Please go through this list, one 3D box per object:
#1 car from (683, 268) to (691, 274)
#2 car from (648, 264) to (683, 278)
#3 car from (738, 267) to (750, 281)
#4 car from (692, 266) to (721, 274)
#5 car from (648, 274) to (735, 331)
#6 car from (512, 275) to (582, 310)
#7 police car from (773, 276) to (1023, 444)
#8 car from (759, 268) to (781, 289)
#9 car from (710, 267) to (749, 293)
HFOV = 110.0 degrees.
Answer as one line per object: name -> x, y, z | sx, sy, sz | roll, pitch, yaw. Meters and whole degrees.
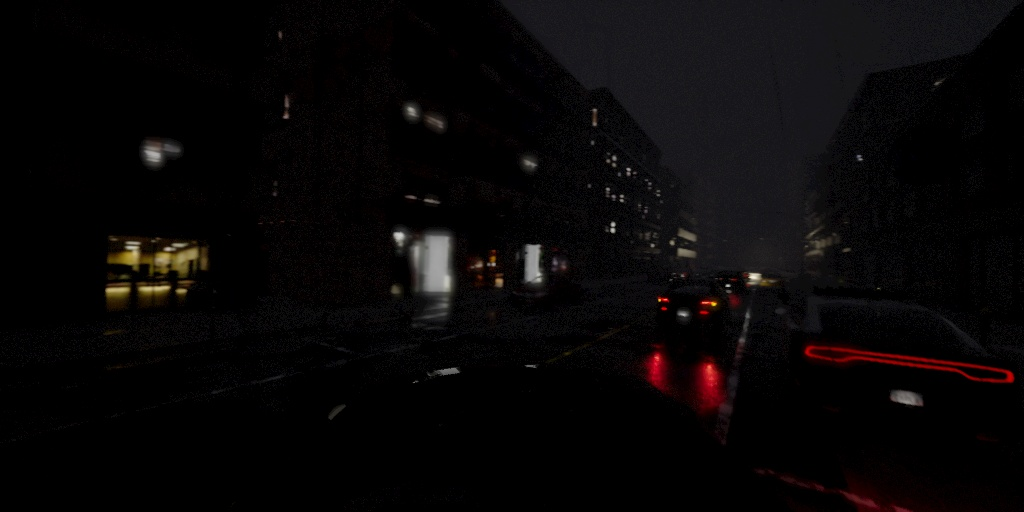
car -> 17.692, 1.883, 38.901 | 1.967, 1.591, 4.097 | 0, 0, 35
car -> 14.488, 1.651, 34.266 | 2.192, 1.841, 5.009 | 0, 0, 35
car -> 26.200, 2.101, 41.181 | 1.801, 1.575, 5.366 | 1, -1, 35
car -> 21.861, 2.069, 40.221 | 1.812, 1.442, 4.674 | 1, -1, 35
car -> 6.164, 1.496, 12.025 | 1.812, 1.442, 4.674 | 1, -1, 35
car -> 1.669, 1.487, 15.725 | 1.802, 1.307, 4.207 | 0, 0, 35
police car -> 5.616, 1.331, 5.898 | 1.930, 1.638, 5.238 | 1, -1, 35
car -> 21.474, 1.969, 29.635 | 1.751, 1.417, 4.829 | 0, 0, 35
car -> 15.947, 1.804, 26.176 | 1.837, 1.490, 4.892 | 1, -1, 35
